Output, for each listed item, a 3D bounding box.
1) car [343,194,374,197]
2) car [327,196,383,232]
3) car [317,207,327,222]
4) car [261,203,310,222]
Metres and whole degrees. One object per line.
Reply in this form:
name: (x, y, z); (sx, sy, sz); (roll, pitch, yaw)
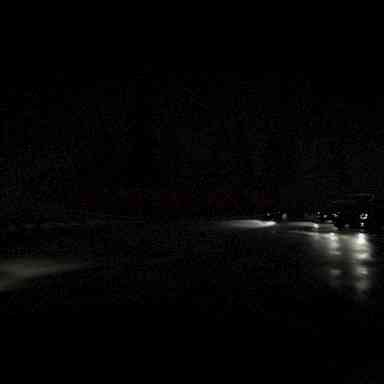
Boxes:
car: (15.855, 1.190, 32.476); (5.566, 2.045, 2.150); (0, 0, -35)
car: (10.590, 1.332, 20.135); (4.553, 1.767, 2.097); (0, 0, -35)
car: (11.438, 1.481, 25.030); (4.892, 1.490, 1.837); (0, 0, -35)
car: (7.466, 1.543, 26.503); (4.181, 1.385, 1.994); (0, 0, -35)
